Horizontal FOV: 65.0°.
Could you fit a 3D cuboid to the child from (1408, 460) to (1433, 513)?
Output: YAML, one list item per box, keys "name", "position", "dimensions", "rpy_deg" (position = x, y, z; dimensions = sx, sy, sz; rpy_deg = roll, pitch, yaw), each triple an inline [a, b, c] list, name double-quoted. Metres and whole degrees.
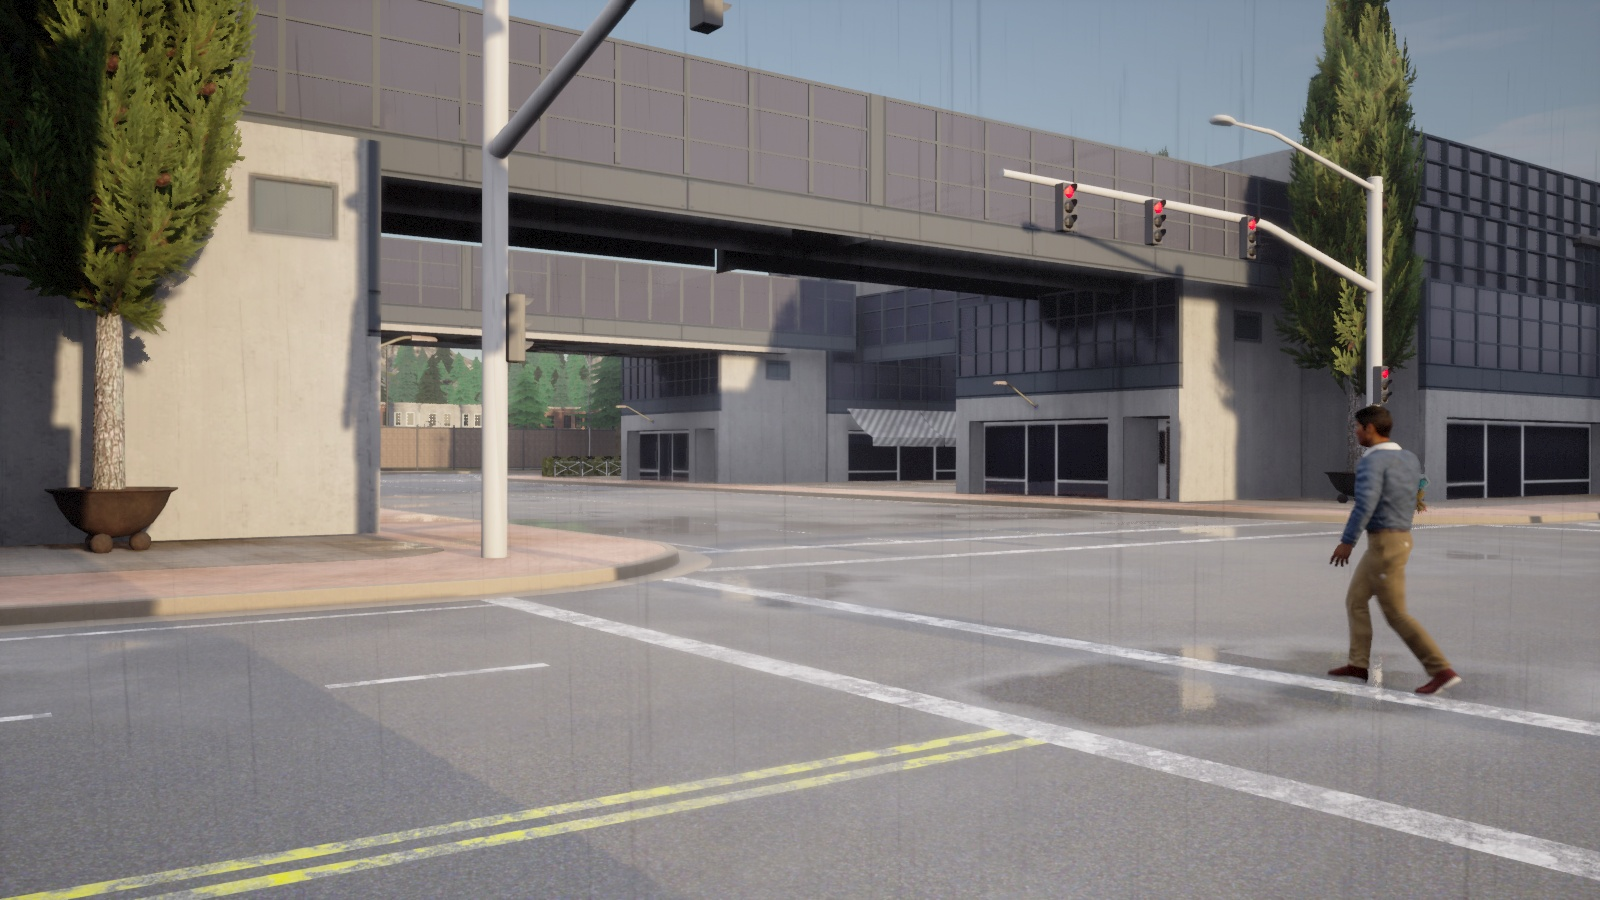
- name: "child"
  position: [14.010, 0.823, 28.364]
  dimensions: [0.448, 1.192, 0.343]
  rpy_deg: [0, 0, -36]

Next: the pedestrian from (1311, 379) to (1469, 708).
- name: "pedestrian"
  position: [3.695, 0.556, 7.887]
  dimensions: [0.423, 1.949, 0.788]
  rpy_deg: [0, 0, -40]
